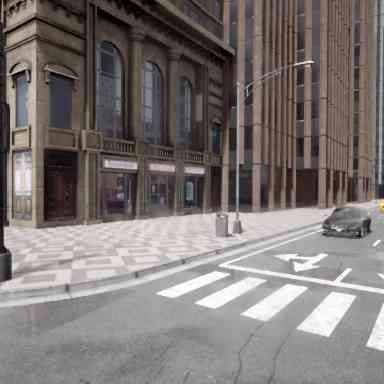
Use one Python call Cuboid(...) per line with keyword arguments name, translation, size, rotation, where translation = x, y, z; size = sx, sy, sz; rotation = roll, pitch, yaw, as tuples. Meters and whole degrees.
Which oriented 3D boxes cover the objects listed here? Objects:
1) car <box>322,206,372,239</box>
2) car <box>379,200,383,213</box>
Cuboid(name="car", translation=(8.397, 1.561, 17.834), size=(1.837, 1.490, 4.892), rotation=(1, 1, 35))
Cuboid(name="car", translation=(22.523, 1.527, 37.667), size=(1.882, 1.535, 5.008), rotation=(1, 1, 35))
